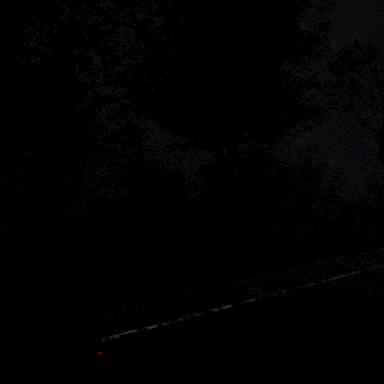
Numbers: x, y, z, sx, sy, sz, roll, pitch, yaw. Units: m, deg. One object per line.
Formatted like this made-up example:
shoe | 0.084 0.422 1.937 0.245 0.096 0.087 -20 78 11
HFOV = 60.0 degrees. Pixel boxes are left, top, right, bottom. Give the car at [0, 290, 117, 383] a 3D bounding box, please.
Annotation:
car | -2.899 1.505 1.924 4.892 1.490 1.837 0 0 -35
